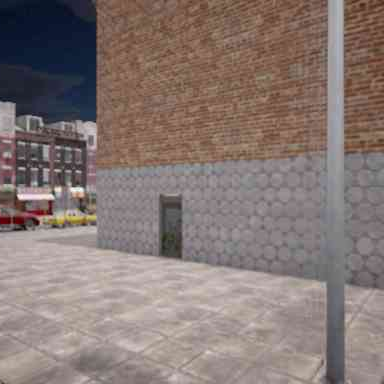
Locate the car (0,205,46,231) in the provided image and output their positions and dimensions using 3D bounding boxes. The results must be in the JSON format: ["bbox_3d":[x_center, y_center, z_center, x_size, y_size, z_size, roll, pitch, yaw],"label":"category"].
[{"bbox_3d":[-12.828,1.768,22.101,2.192,1.841,5.009,-1,-2,36],"label":"car"}]

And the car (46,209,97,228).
[{"bbox_3d":[-9.482,2.084,26.730,1.752,1.417,4.829,-1,-2,36],"label":"car"}]
